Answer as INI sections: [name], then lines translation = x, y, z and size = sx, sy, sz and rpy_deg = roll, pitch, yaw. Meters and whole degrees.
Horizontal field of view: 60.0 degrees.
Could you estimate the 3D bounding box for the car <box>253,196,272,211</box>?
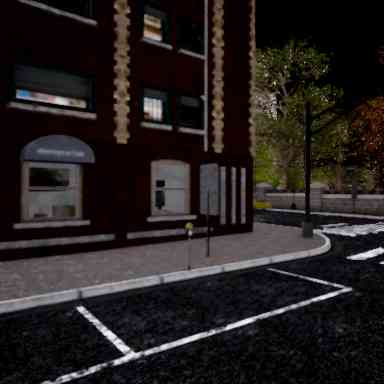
[car]
translation = 6.012, 1.131, 34.235
size = 1.752, 1.417, 4.829
rpy_deg = 1, 0, -36
